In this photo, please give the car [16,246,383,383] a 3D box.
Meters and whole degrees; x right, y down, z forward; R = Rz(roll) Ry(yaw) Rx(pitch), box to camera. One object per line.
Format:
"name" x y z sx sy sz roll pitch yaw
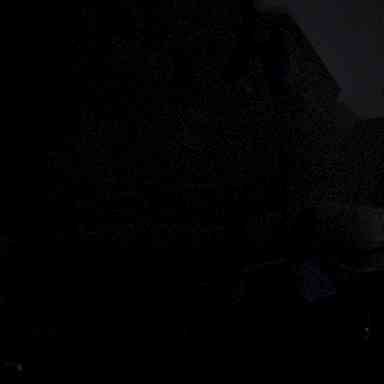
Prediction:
"car" 0.711 1.525 4.499 5.357 1.411 2.033 -1 0 -36
